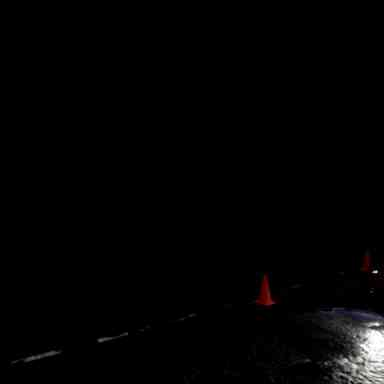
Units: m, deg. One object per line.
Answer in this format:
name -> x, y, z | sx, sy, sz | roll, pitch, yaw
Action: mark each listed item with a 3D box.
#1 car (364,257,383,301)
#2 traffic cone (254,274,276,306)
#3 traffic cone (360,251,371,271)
car -> 5.578, 1.673, 7.397 | 4.181, 1.385, 1.994 | 1, -1, -40
traffic cone -> 1.535, 2.023, 6.982 | 0.340, 0.580, 0.340 | 1, -1, -38
traffic cone -> 5.331, 2.083, 10.095 | 0.340, 0.580, 0.340 | 1, -1, -40
